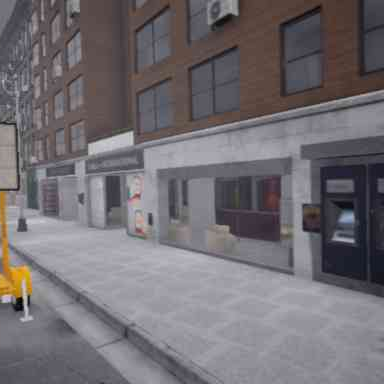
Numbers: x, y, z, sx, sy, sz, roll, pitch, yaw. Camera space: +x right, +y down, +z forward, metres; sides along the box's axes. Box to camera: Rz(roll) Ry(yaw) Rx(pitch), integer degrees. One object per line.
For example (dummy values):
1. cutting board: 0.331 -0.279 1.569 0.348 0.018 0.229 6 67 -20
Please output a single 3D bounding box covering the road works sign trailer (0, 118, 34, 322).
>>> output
1. road works sign trailer: -4.462 0.409 6.023 2.380 3.560 2.880 -3 2 -38
